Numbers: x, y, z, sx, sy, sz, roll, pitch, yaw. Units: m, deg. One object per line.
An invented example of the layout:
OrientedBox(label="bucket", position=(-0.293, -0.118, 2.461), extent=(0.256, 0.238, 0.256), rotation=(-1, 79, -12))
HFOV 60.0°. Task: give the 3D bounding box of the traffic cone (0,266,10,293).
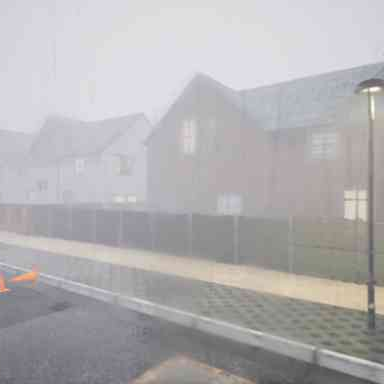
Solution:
OrientedBox(label="traffic cone", position=(-4.473, 2.004, 7.724), extent=(0.340, 0.580, 0.340), rotation=(0, -1, 36))
